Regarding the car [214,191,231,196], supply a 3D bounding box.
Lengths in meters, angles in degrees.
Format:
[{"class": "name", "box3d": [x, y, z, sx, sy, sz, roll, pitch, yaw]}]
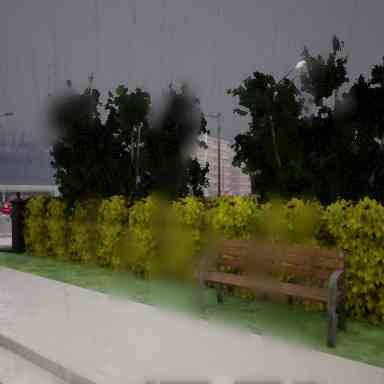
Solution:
[{"class": "car", "box3d": [6.132, 0.572, 68.099, 2.097, 1.767, 4.553, 0, 1, 35]}]

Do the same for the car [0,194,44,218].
[{"class": "car", "box3d": [-13.029, 1.204, 28.388, 2.150, 2.045, 5.566, 0, 0, 35]}]
